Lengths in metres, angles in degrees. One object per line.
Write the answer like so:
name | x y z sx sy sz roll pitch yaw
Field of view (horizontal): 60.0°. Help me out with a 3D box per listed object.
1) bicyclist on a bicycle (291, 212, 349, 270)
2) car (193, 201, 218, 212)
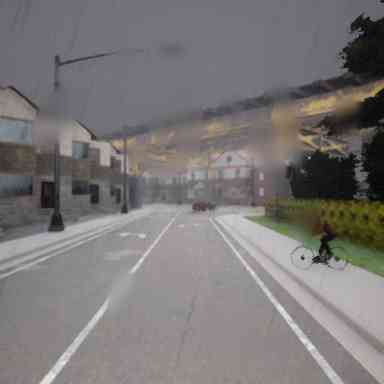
bicyclist on a bicycle | 3.614 1.407 9.399 1.656 1.620 0.582 1 -1 0
car | 1.907 1.993 46.831 1.882 1.535 5.008 -1 -1 29
